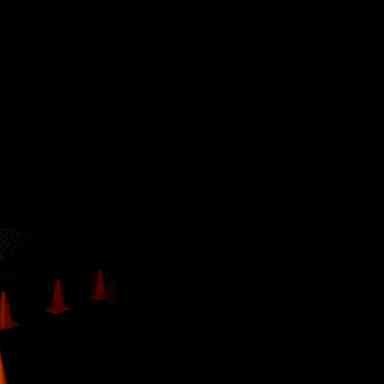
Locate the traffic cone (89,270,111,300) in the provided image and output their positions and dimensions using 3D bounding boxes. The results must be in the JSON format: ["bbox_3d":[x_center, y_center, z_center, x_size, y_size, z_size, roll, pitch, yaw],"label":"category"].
[{"bbox_3d":[-2.017,2.007,7.282,0.340,0.580,0.340,0,-1,36],"label":"traffic cone"}]

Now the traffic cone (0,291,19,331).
[{"bbox_3d":[-3.191,1.992,5.660,0.340,0.580,0.340,0,-1,36],"label":"traffic cone"}]

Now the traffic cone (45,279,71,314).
[{"bbox_3d":[-2.605,1.999,6.469,0.340,0.580,0.340,0,-1,36],"label":"traffic cone"}]

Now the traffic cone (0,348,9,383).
[{"bbox_3d":[-2.157,1.979,3.677,0.340,0.580,0.340,0,-1,36],"label":"traffic cone"}]
